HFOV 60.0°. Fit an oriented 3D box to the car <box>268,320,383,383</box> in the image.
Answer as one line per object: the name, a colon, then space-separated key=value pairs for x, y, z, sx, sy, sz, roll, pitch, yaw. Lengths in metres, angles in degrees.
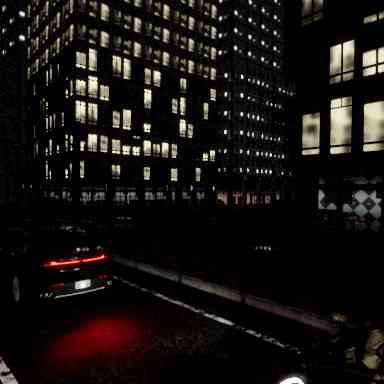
car: x=2.426 y=1.352 z=1.325 sx=2.097 sy=1.767 sz=4.553 roll=0 pitch=0 yaw=-41

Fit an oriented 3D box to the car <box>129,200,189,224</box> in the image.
car: x=-2.566 y=1.521 z=26.511 sx=5.009 sy=1.841 sz=2.192 roll=1 pitch=0 yaw=-40

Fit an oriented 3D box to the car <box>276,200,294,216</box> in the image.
car: x=10.342 y=1.933 z=37.447 sx=4.206 sy=1.307 sz=1.802 roll=1 pitch=0 yaw=-40

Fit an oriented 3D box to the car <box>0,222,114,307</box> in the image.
car: x=-3.659 y=1.500 z=8.115 sx=1.837 sy=1.490 sz=4.892 roll=0 pitch=0 yaw=-41

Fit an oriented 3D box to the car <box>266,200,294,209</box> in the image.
car: x=13.526 y=1.877 z=51.125 sx=4.313 sy=1.339 sz=1.947 roll=1 pitch=0 yaw=-40

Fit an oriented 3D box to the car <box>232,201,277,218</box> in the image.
car: x=6.168 y=1.830 z=33.911 sx=4.829 sy=1.417 sz=1.752 roll=1 pitch=0 yaw=-40

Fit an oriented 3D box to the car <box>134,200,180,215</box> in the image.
car: x=-3.813 y=1.644 z=36.439 sx=4.829 sy=1.417 sz=1.752 roll=1 pitch=0 yaw=-40
